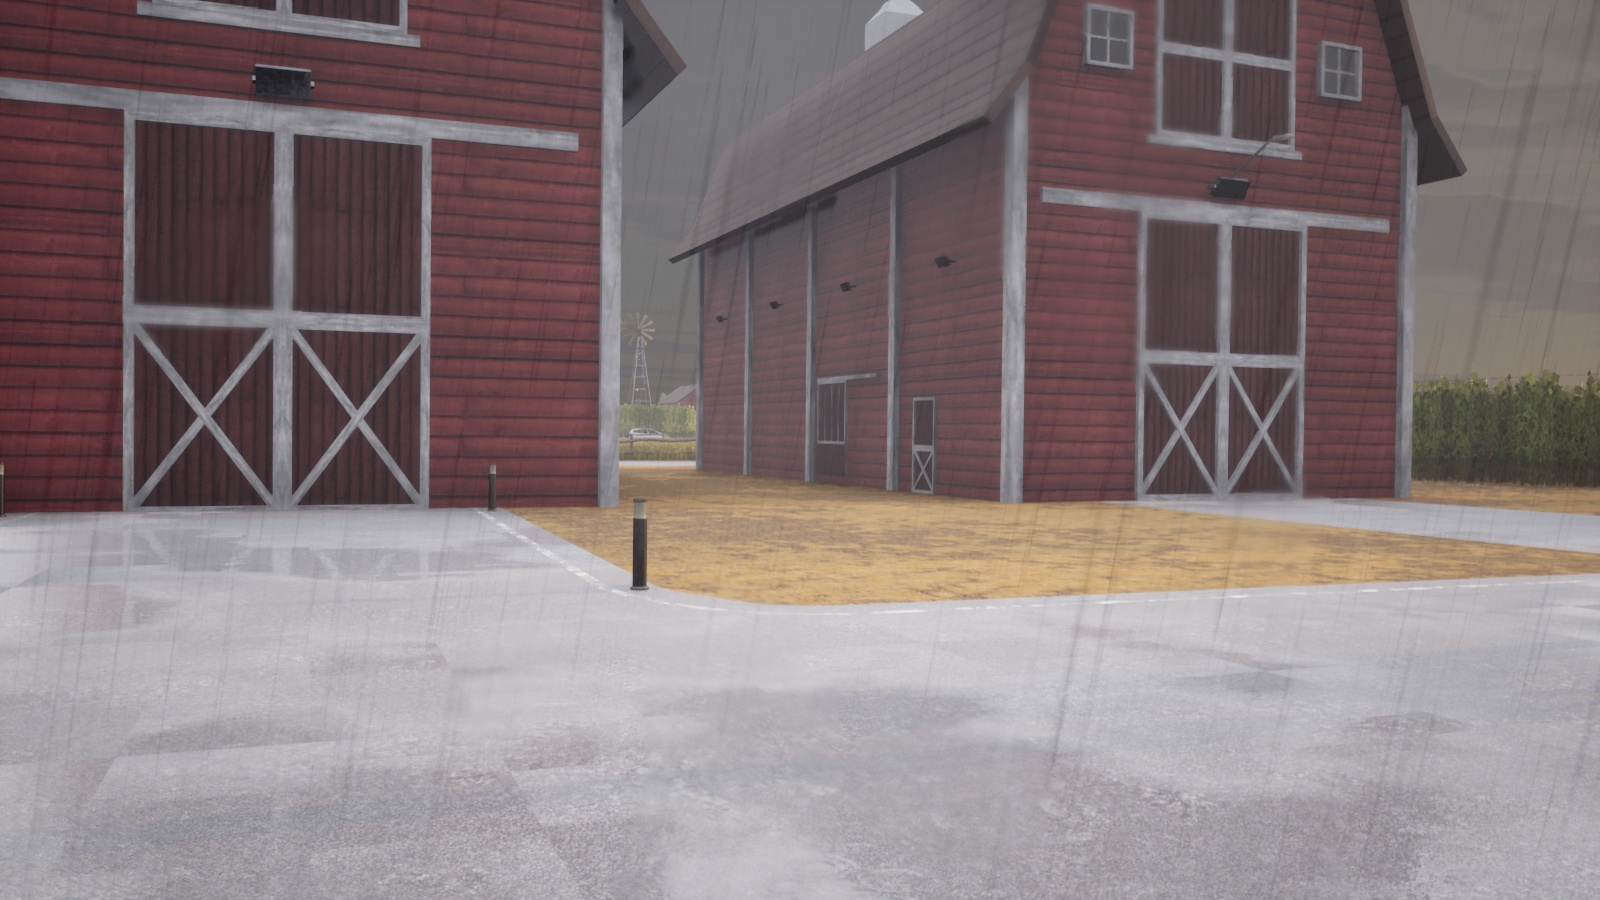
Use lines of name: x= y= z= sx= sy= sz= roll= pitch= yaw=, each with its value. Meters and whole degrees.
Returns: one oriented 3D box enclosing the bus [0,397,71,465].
bus: x=-52.197 y=-1.176 z=79.149 sx=10.273 sy=4.253 sz=3.944 roll=-1 pitch=1 yaw=-22
